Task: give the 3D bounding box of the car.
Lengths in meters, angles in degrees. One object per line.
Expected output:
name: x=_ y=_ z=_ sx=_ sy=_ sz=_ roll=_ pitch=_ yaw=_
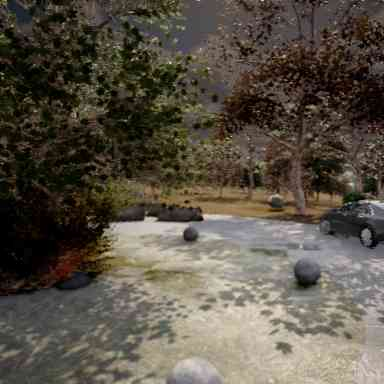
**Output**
car: x=6.602 y=1.096 z=12.492 sx=1.837 sy=1.490 sz=4.892 roll=3 pitch=1 yaw=-5
